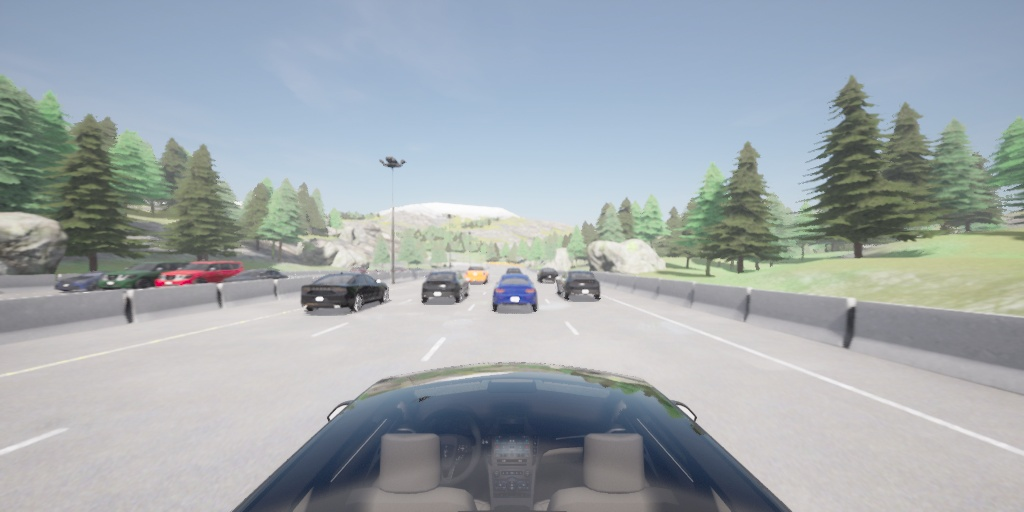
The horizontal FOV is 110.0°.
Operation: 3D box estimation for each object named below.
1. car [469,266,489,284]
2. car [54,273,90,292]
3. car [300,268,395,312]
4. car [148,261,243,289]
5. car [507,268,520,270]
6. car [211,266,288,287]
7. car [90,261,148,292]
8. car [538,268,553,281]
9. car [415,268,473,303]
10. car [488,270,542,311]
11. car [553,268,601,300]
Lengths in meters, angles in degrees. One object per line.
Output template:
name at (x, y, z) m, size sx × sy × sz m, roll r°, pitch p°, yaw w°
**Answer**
car at (-3.353, 1.747, 34.829) m, size 2.097 × 1.767 × 4.553 m, roll 0°, pitch -1°, yaw 0°
car at (-28.064, 1.699, 24.560) m, size 1.994 × 1.385 × 4.181 m, roll 0°, pitch -1°, yaw 0°
car at (-6.886, 1.437, 15.318) m, size 1.882 × 1.535 × 5.008 m, roll 0°, pitch -1°, yaw 0°
car at (-21.065, 1.364, 24.757) m, size 2.150 × 2.045 × 5.566 m, roll 0°, pitch -1°, yaw 0°
car at (0.150, 1.930, 35.909) m, size 1.837 × 1.490 × 4.892 m, roll 0°, pitch -2°, yaw 0°
car at (-17.565, 1.648, 24.697) m, size 1.837 × 1.490 × 4.892 m, roll 0°, pitch -1°, yaw 0°
car at (-24.564, 1.362, 24.701) m, size 2.150 × 2.045 × 5.566 m, roll 0°, pitch -1°, yaw 0°
car at (3.653, 1.938, 37.130) m, size 1.882 × 1.535 × 5.008 m, roll 0°, pitch -2°, yaw 0°
car at (-3.379, 1.530, 18.720) m, size 1.837 × 1.490 × 4.892 m, roll 0°, pitch -1°, yaw 0°
car at (0.116, 1.496, 15.688) m, size 1.812 × 1.442 × 4.674 m, roll 0°, pitch -1°, yaw 0°
car at (3.624, 1.560, 20.087) m, size 1.837 × 1.490 × 4.892 m, roll 0°, pitch -1°, yaw 0°
